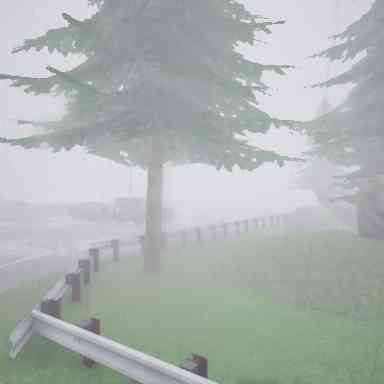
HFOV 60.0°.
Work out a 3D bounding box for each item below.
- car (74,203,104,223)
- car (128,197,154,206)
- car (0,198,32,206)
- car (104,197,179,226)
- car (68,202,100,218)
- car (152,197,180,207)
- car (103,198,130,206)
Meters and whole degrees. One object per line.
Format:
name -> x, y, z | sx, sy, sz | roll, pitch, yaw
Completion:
car -> -6.878, 1.778, 27.350 | 1.895, 1.301, 4.718 | 0, 0, 36
car -> -9.185, 1.684, 60.459 | 1.812, 1.442, 4.674 | 0, 0, 36
car -> -19.113, 1.656, 34.657 | 2.128, 1.511, 4.902 | 0, 0, 36
car -> -3.692, 1.402, 25.789 | 2.150, 2.045, 5.566 | 0, 0, 36
car -> -8.916, 1.665, 30.518 | 2.128, 1.511, 4.902 | 0, 0, 36
car -> -4.276, 1.642, 55.305 | 1.882, 1.535, 5.008 | 0, 0, 36
car -> -13.581, 1.756, 60.355 | 1.895, 1.301, 4.718 | 0, 0, 36
